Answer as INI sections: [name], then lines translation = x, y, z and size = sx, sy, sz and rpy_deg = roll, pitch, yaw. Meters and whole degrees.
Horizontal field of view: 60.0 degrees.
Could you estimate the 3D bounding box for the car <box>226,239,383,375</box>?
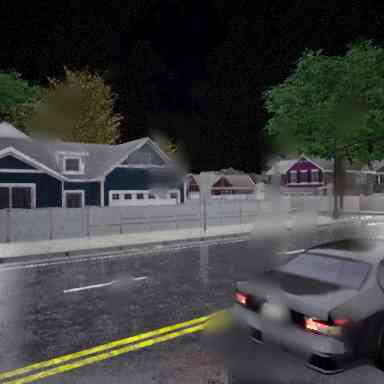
[car]
translation = 3.052, 1.538, 5.642
size = 5.357, 1.411, 2.033
rpy_deg = 0, 0, -36
